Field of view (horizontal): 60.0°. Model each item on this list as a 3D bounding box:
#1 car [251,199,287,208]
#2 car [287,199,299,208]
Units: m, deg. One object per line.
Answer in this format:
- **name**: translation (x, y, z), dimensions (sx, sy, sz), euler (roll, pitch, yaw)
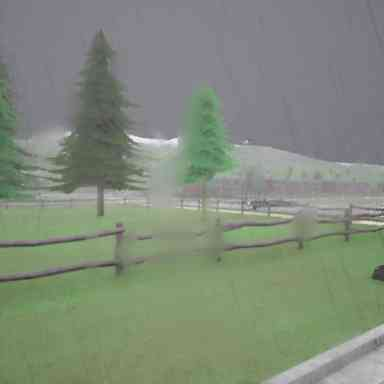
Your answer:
- **car**: translation (10.648, 1.615, 47.274), dimensions (1.895, 1.301, 4.718), euler (0, 0, -35)
- **car**: translation (13.516, 1.616, 49.280), dimensions (1.895, 1.301, 4.718), euler (0, 0, -35)
